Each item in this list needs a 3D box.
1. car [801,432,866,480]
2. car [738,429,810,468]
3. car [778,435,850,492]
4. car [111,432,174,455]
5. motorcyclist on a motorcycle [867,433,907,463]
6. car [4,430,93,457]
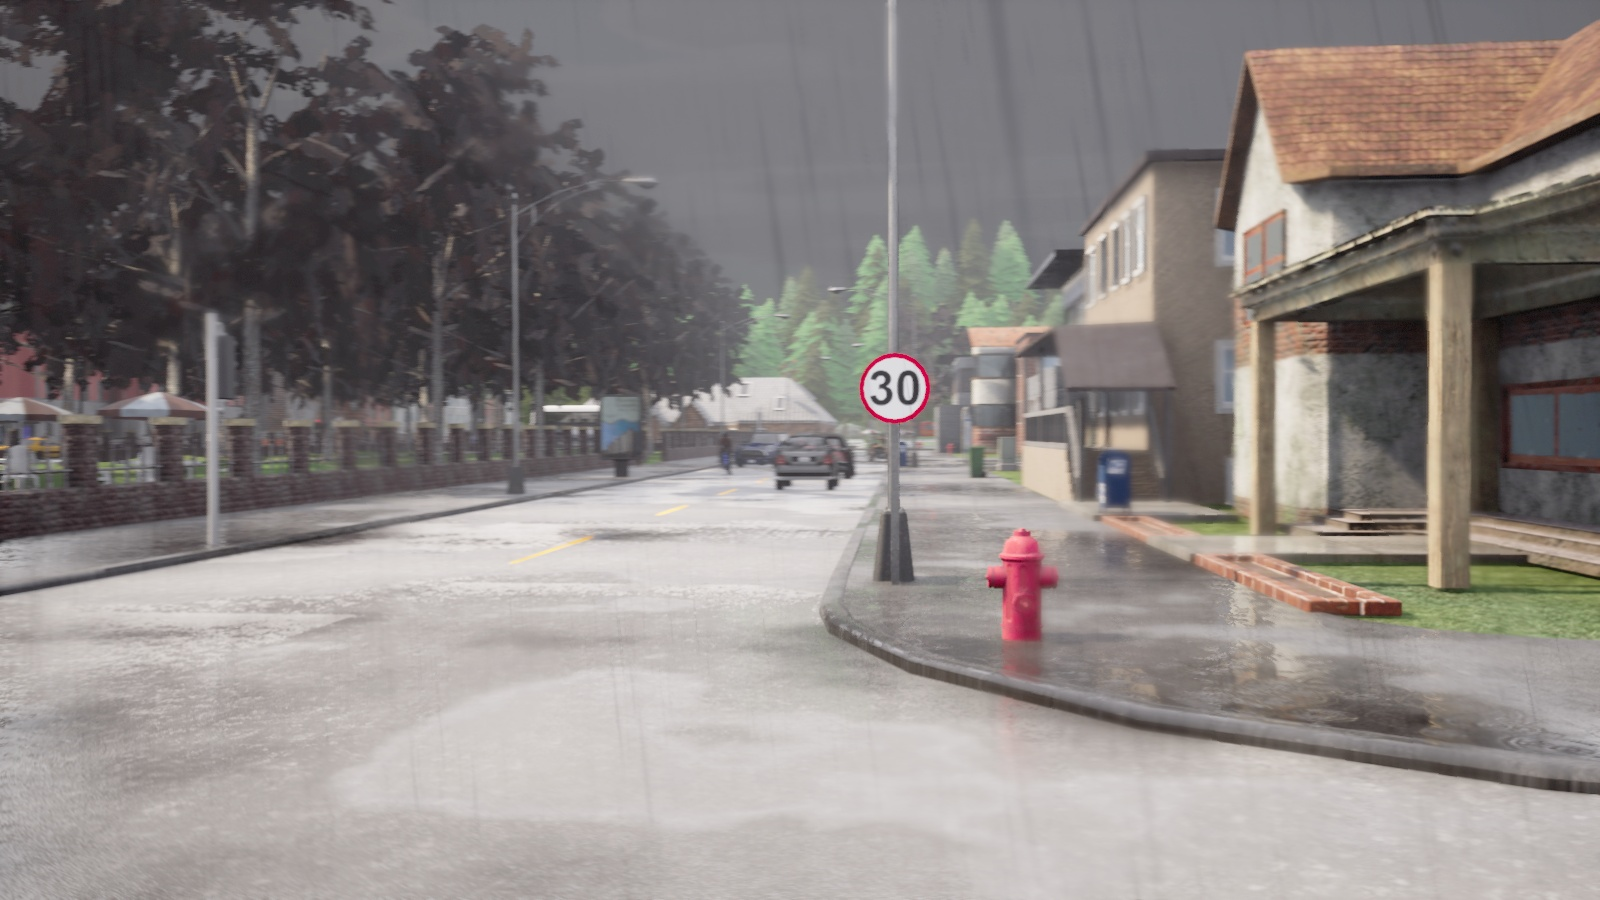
[{"bbox_3d":[1.265,0.174,45.434,2.033,1.649,4.856,0,1,5],"label":"car"},{"bbox_3d":[-1.216,-0.105,60.515,2.097,1.767,4.553,1,1,18],"label":"car"},{"bbox_3d":[0.445,0.336,36.415,1.789,1.549,3.705,0,1,5],"label":"car"},{"bbox_3d":[-44.598,-0.470,85.319,1.816,1.474,4.193,0,1,5],"label":"car"},{"bbox_3d":[4.886,-0.118,70.816,0.766,1.649,2.350,3,-1,-40],"label":"motorcyclist on a motorcycle"},{"bbox_3d":[-45.436,-0.429,76.101,1.801,1.575,5.366,0,1,5],"label":"car"}]
